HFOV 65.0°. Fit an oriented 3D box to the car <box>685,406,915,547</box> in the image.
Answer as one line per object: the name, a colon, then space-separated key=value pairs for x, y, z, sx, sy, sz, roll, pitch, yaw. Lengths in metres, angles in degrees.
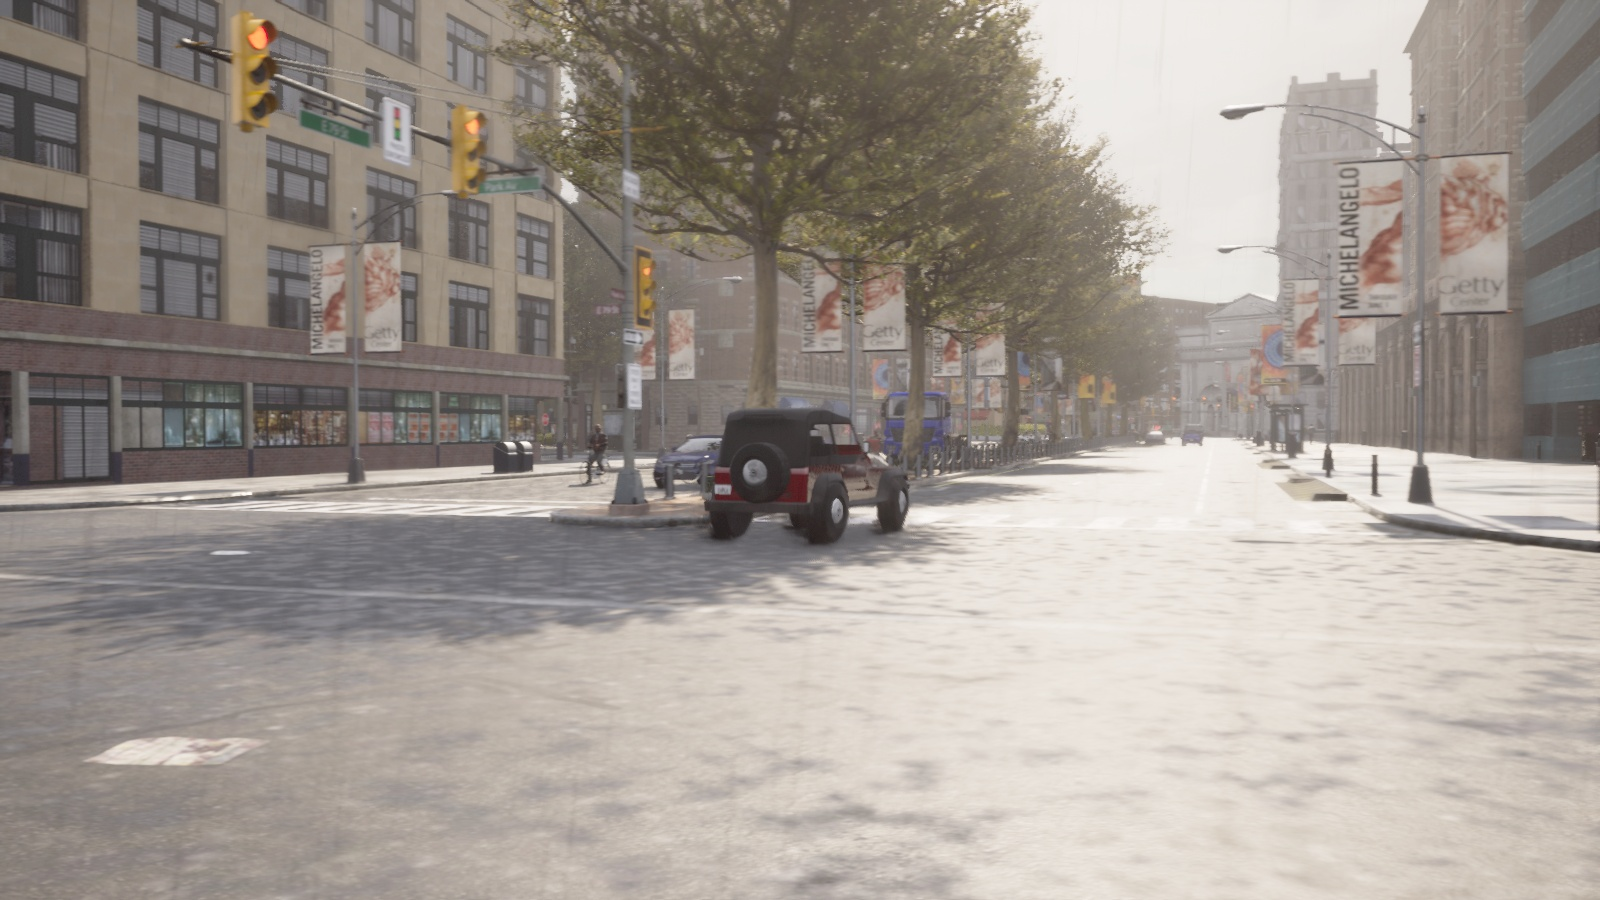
car: x=0.122 y=0.319 z=18.931 sx=1.905 sy=1.878 sz=3.866 roll=1 pitch=1 yaw=27

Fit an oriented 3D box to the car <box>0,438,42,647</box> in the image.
car: x=-8.024 y=0.665 z=8.195 sx=4.792 sy=1.488 sz=2.163 roll=0 pitch=1 yaw=-7

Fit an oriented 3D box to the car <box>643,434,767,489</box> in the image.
car: x=-2.588 y=0.273 z=35.510 sx=1.812 sy=1.442 sz=4.674 roll=1 pitch=1 yaw=18

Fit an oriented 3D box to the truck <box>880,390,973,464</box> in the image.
truck: x=6.429 y=-1.135 z=62.629 sx=2.891 sy=3.462 sz=7.936 roll=1 pitch=1 yaw=18

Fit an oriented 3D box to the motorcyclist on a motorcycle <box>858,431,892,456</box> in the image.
motorcyclist on a motorcycle: x=4.565 y=-0.394 z=76.115 sx=2.044 sy=1.523 sz=0.797 roll=-1 pitch=0 yaw=-39

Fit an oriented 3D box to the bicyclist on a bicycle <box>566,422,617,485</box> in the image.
bicyclist on a bicycle: x=-6.003 y=0.094 z=36.246 sx=0.659 sy=1.776 sz=1.843 roll=1 pitch=1 yaw=19
